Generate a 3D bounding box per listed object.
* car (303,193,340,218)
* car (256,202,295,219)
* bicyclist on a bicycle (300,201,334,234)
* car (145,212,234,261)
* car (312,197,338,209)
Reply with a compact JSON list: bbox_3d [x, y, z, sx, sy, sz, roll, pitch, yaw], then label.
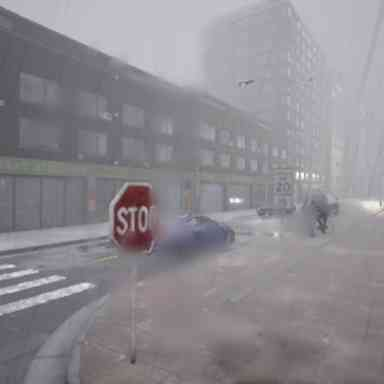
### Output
[{"bbox_3d":[11.697,1.132,29.926,2.150,2.045,5.566,0,0,34],"label":"car"},{"bbox_3d":[7.234,1.496,28.558,1.895,1.301,4.718,0,0,34],"label":"car"},{"bbox_3d":[6.117,1.256,16.344,1.656,1.620,0.582,0,0,34],"label":"bicyclist on a bicycle"},{"bbox_3d":[-0.138,1.472,12.217,1.812,1.442,4.674,0,0,34],"label":"car"},{"bbox_3d":[17.562,1.399,43.837,2.128,1.511,4.902,0,0,34],"label":"car"}]
